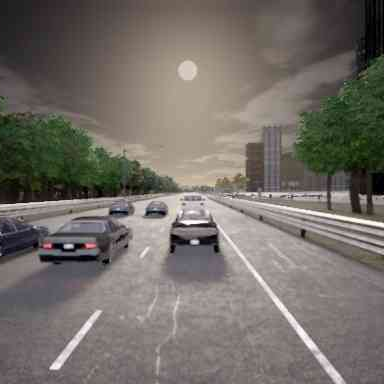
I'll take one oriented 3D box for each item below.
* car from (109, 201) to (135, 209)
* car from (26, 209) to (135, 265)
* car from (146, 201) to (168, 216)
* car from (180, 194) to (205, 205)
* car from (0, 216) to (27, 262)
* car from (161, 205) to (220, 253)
[{"bbox_3d":[-6.919,1.559,33.173,1.994,1.385,4.181,0,0,0],"label":"car"},{"bbox_3d":[-3.408,1.546,11.691,2.033,1.411,5.357,0,0,0],"label":"car"},{"bbox_3d":[-3.420,1.559,33.079,1.994,1.385,4.181,0,0,0],"label":"car"},{"bbox_3d":[0.081,1.216,31.470,2.150,2.045,5.566,0,0,0],"label":"car"},{"bbox_3d":[-6.907,1.546,11.627,2.033,1.411,5.357,0,0,0],"label":"car"},{"bbox_3d":[0.091,1.490,13.773,2.128,1.511,4.902,0,0,0],"label":"car"}]
